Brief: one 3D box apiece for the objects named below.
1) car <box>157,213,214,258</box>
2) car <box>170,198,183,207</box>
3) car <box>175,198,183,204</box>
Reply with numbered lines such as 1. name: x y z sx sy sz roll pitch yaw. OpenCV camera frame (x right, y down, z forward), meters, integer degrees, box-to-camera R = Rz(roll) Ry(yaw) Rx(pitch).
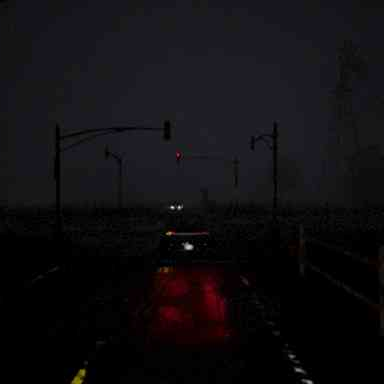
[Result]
1. car: -0.337 1.586 13.184 2.128 1.511 4.902 0 0 -6
2. car: -2.950 2.021 62.611 1.994 1.385 4.181 0 0 0
3. car: -2.991 2.093 77.858 1.812 1.442 4.674 0 0 0
